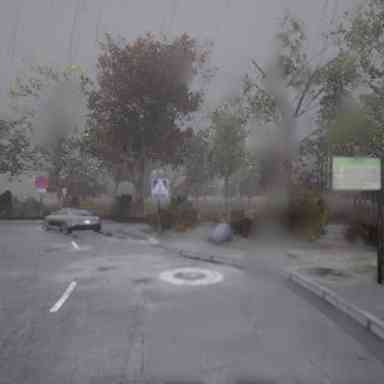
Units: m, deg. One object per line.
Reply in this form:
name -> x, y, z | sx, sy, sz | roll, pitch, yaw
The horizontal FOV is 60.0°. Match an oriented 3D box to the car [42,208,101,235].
car -> -6.967, 1.584, 19.100 | 1.994, 1.385, 4.181 | 1, -2, -44
